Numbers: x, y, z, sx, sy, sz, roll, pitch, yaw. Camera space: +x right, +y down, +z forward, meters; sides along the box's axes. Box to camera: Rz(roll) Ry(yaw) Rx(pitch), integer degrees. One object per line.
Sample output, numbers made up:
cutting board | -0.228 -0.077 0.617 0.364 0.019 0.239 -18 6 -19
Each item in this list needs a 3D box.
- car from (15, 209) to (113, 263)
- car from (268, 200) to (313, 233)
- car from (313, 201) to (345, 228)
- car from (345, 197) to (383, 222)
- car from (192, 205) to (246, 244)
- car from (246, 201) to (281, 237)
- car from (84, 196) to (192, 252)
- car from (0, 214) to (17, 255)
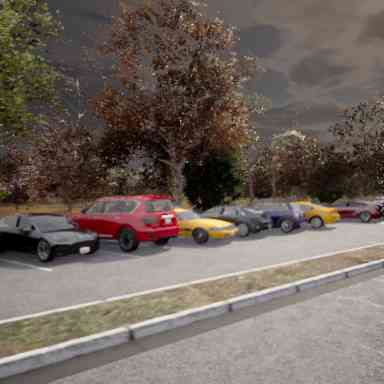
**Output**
car | -5.452 1.516 12.161 4.792 1.488 2.163 -1 -1 34
car | 4.177 1.268 19.118 4.553 1.767 2.185 -1 0 34
car | 6.546 1.371 20.887 5.008 1.535 2.097 -1 0 34
car | 11.254 1.356 24.462 4.792 1.488 2.163 -1 0 33
car | -0.492 1.434 15.543 5.366 1.575 1.946 -1 -1 34
car | 1.760 1.418 17.380 4.892 1.521 2.231 -1 0 34
car | -3.089 1.212 13.921 5.566 2.045 2.435 -1 0 34
car | -7.925 1.540 10.457 4.792 1.488 2.163 -1 0 34
